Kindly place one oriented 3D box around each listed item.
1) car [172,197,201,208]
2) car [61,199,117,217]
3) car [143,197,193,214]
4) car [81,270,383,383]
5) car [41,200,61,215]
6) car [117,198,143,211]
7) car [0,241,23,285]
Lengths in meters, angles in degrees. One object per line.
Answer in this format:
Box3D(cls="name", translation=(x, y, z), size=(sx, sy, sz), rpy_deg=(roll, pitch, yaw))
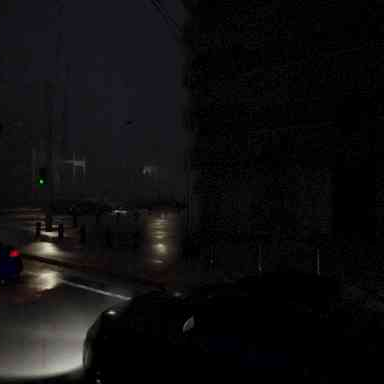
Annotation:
Box3D(cls="car", translation=(-0.751, 1.453, 49.406), size=(1.837, 1.490, 4.892), rpy_deg=(0, 0, 36))
Box3D(cls="car", translation=(-9.526, 1.512, 30.973), size=(1.994, 1.385, 4.181), rpy_deg=(0, 0, 36))
Box3D(cls="car", translation=(-2.399, 1.425, 34.857), size=(1.882, 1.535, 5.008), rpy_deg=(0, 0, 36))
Box3D(cls="car", translation=(0.767, 1.564, 3.445), size=(4.181, 1.385, 1.994), rpy_deg=(0, 0, 36))
Box3D(cls="car", translation=(-12.539, 1.453, 33.120), size=(1.837, 1.490, 4.892), rpy_deg=(0, 0, 36))
Box3D(cls="car", translation=(-6.808, 1.496, 41.050), size=(2.033, 1.411, 5.357), rpy_deg=(0, 0, 36))
Box3D(cls="car", translation=(-6.084, 1.565, 8.315), size=(4.181, 1.385, 1.994), rpy_deg=(0, 0, 36))
